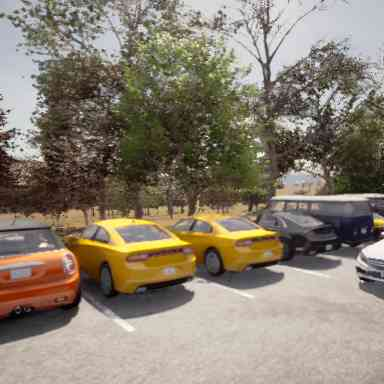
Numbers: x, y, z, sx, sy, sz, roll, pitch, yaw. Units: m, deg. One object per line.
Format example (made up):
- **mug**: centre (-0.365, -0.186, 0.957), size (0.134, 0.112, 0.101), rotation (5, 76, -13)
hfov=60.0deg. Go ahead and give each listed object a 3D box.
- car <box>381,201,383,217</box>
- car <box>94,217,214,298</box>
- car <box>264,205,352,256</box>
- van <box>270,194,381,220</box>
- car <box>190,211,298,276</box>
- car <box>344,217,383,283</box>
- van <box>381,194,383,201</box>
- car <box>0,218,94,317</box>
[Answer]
- **car**: centre (7.343, 1.348, 15.078), size (1.946, 1.575, 5.366), rotation (-1, 0, -36)
- **car**: centre (-1.882, 1.450, 8.712), size (2.097, 1.535, 5.008), rotation (-1, 0, -36)
- **car**: centre (2.730, 1.401, 12.003), size (2.231, 1.521, 4.892), rotation (-1, 0, -36)
- **van**: centre (4.911, 1.149, 13.712), size (1.878, 1.987, 4.442), rotation (-1, 0, -36)
- **car**: centre (0.475, 1.424, 10.395), size (2.097, 1.535, 5.008), rotation (-1, 0, -36)
- **car**: centre (5.972, 1.441, 8.255), size (4.674, 1.442, 1.812), rotation (-1, 0, -36)
- **van**: centre (9.555, 1.100, 16.740), size (1.878, 1.987, 4.442), rotation (-1, 0, -36)
- **car**: centre (-4.021, 1.347, 7.153), size (2.185, 1.767, 4.553), rotation (-1, 0, -36)
